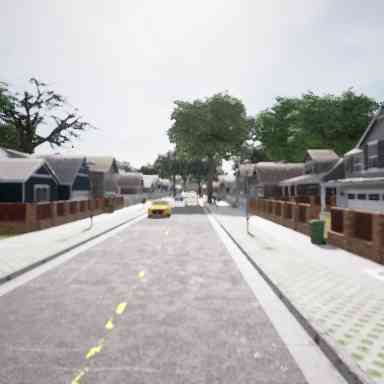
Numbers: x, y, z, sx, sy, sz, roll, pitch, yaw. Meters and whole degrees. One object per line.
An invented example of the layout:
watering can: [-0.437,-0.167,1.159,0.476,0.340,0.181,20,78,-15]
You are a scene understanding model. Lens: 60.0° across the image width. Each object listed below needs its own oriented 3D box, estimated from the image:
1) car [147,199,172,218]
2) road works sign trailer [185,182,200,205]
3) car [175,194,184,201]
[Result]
car: [-2.841,1.396,29.956,1.882,1.535,5.008,0,0,0]
road works sign trailer: [0.015,0.276,53.117,2.380,3.560,2.880,0,0,0]
car: [-2.737,1.185,71.543,1.882,1.535,5.008,0,0,0]
